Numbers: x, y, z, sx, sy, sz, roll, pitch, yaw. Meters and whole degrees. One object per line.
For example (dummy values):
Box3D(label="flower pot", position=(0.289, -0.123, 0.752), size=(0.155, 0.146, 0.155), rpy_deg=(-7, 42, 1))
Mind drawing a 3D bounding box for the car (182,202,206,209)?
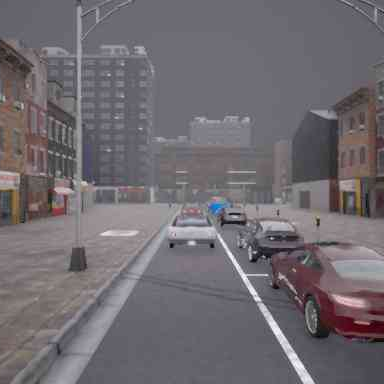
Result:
Box3D(label="car", position=(0.000, 1.641, 29.680), size=(1.895, 1.301, 4.718), rpy_deg=(0, 0, 0))

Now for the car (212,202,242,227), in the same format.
Box3D(label="car", position=(2.643, 1.580, 22.590), size=(1.947, 1.339, 4.313), rpy_deg=(0, 0, 0))

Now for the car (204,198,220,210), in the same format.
Box3D(label="car", position=(2.643, 1.575, 44.510), size=(1.752, 1.417, 4.829), rpy_deg=(0, 0, 0))

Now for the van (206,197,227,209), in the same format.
Box3D(label="van", position=(2.644, 1.371, 33.465), size=(1.690, 1.788, 3.998), rpy_deg=(0, 0, 0))

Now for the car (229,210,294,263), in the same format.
Box3D(label="car", position=(2.643, 1.555, 11.715), size=(2.008, 1.369, 4.403), rpy_deg=(0, 0, 0))

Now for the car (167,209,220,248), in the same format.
Box3D(label="car", position=(0.000, 1.624, 14.679), size=(1.895, 1.301, 4.718), rpy_deg=(0, 0, 0))

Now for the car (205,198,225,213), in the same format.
Box3D(label="car", position=(2.643, 1.479, 38.903), size=(1.967, 1.590, 4.097), rpy_deg=(0, 0, 0))

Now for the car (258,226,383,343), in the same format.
Box3D(label="car", position=(2.643, 1.583, 6.277), size=(1.802, 1.307, 4.206), rpy_deg=(0, 0, 0))
